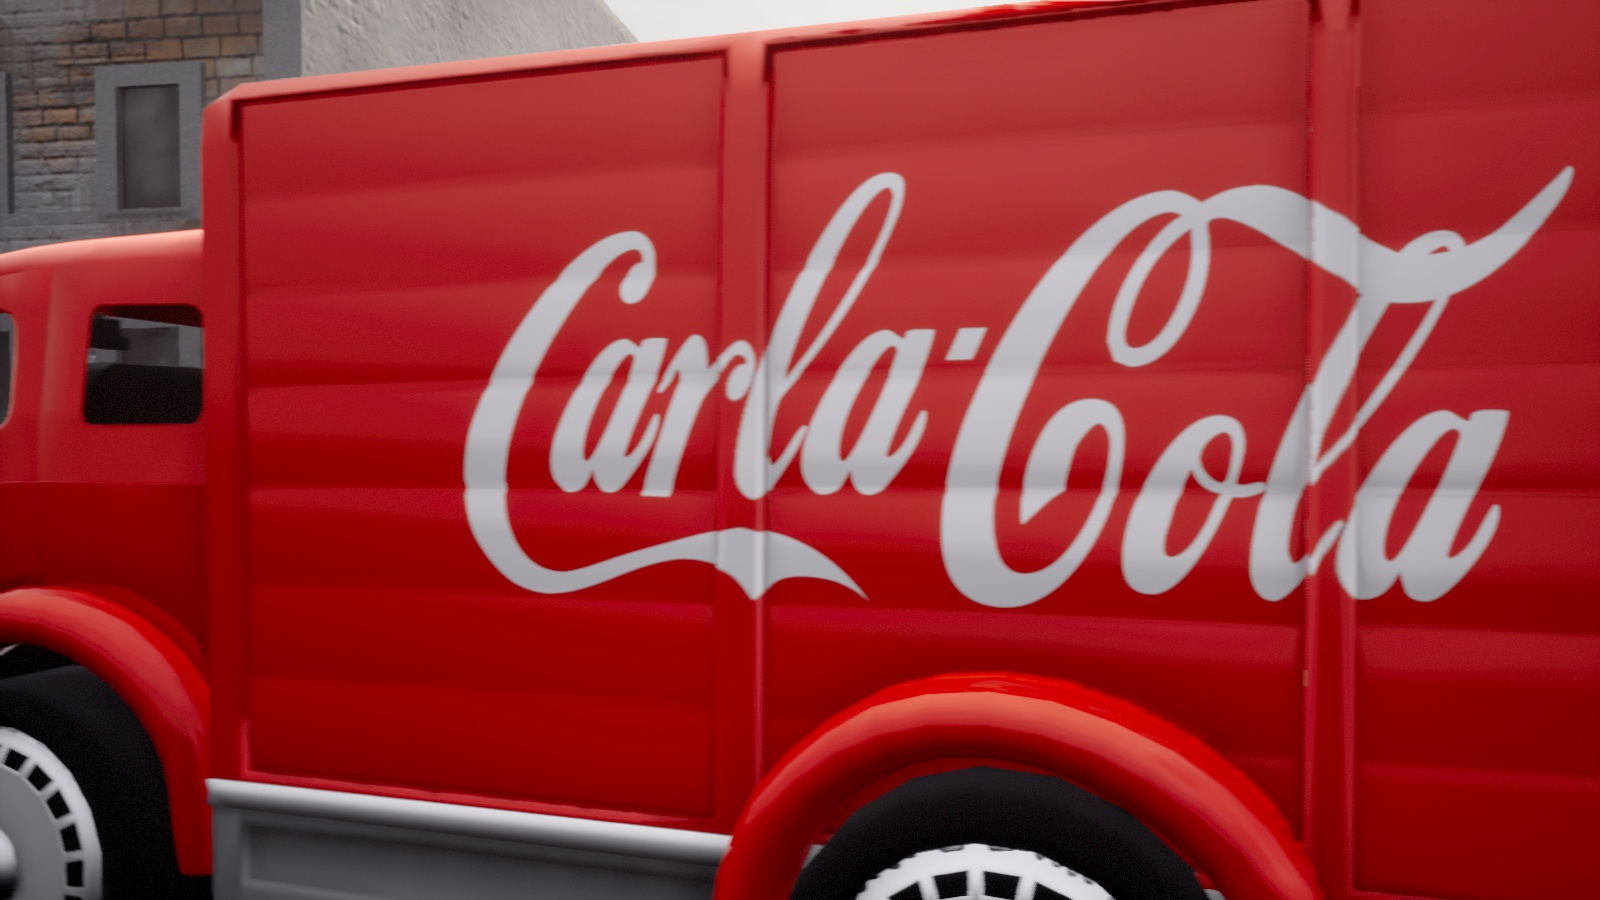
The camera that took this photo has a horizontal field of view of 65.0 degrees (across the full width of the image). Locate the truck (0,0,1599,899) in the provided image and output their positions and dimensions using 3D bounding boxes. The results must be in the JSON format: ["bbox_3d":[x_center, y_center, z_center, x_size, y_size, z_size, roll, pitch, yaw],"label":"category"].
[{"bbox_3d":[-0.465,0.285,3.870,5.204,2.467,2.627,0,1,19],"label":"truck"}]
